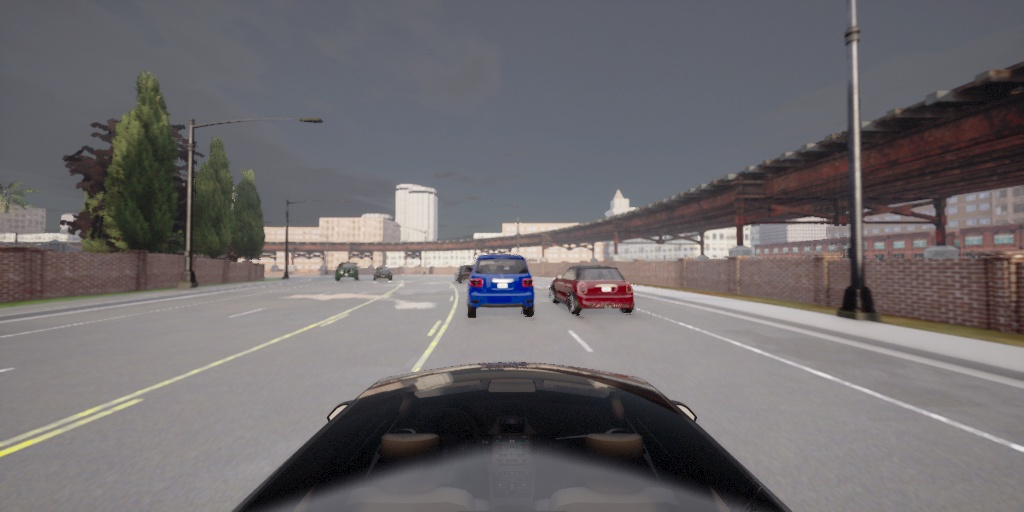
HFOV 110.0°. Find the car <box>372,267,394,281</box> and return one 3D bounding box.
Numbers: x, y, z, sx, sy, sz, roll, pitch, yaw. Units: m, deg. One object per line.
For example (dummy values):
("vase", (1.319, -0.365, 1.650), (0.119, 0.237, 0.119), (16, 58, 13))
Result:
("car", (-13.573, 1.874, 37.788), (1.837, 1.490, 4.892), (1, -3, -21))

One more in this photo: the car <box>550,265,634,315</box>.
("car", (2.878, 1.119, 13.829), (2.097, 1.767, 4.553), (0, 0, -6))

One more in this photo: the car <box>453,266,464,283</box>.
("car", (-3.974, 1.590, 31.454), (1.837, 1.490, 4.892), (1, -2, -15))

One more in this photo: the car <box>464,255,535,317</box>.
("car", (-0.543, 0.982, 13.341), (2.150, 2.045, 5.566), (0, 0, -6))

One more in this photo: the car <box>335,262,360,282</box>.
("car", (-17.507, 1.649, 38.334), (2.150, 2.045, 5.566), (1, -3, -22))
